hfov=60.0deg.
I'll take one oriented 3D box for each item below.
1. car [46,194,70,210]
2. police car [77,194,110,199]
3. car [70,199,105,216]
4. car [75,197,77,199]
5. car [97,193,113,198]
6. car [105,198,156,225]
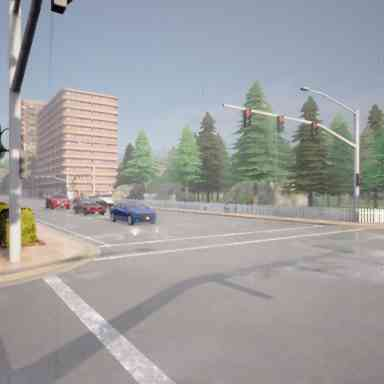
[{"bbox_3d":[-17.460,1.223,43.188,2.150,2.045,5.566,0,0,-34],"label":"car"},{"bbox_3d":[-12.651,1.425,42.525,1.930,1.638,5.238,0,0,-35],"label":"police car"},{"bbox_3d":[-10.032,1.601,32.443,1.895,1.301,4.718,0,0,-35],"label":"car"},{"bbox_3d":[-19.740,1.547,58.877,2.033,1.411,5.357,0,0,-35],"label":"car"},{"bbox_3d":[-13.626,1.221,50.145,2.150,2.045,5.566,0,0,-34],"label":"car"},{"bbox_3d":[-4.385,1.478,24.301,1.882,1.535,5.008,0,0,-35],"label":"car"}]
